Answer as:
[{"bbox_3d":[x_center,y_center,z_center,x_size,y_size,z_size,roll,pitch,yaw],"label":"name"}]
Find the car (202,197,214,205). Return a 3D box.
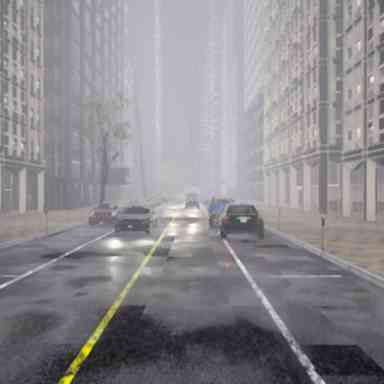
[{"bbox_3d":[2.668,1.501,57.176,1.802,1.307,4.206,0,0,0],"label":"car"}]

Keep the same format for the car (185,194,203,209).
[{"bbox_3d":[0.054,1.438,44.516,2.128,1.511,4.902,0,0,0],"label":"car"}]

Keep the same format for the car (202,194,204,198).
[{"bbox_3d":[2.670,1.483,51.478,2.008,1.369,4.403,0,0,0],"label":"car"}]

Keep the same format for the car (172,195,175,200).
[{"bbox_3d":[-5.721,1.437,79.967,1.802,1.307,4.206,0,0,0],"label":"car"}]

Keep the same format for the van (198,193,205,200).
[{"bbox_3d":[2.656,1.163,91.366,1.690,1.788,3.998,0,0,0],"label":"van"}]

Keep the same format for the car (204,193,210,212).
[{"bbox_3d":[2.675,1.278,34.380,2.192,1.841,5.009,0,0,0],"label":"car"}]

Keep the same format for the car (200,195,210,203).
[{"bbox_3d":[2.664,1.434,68.572,1.887,1.381,4.507,0,0,0],"label":"car"}]

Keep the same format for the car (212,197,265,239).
[{"bbox_3d":[2.384,1.338,17.486,2.097,1.767,4.553,0,0,0],"label":"car"}]

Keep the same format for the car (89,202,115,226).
[{"bbox_3d":[-5.702,1.418,22.983,1.967,1.590,4.097,0,0,0],"label":"car"}]

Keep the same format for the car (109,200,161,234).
[{"bbox_3d":[-3.107,1.460,19.179,1.882,1.535,5.008,0,0,0],"label":"car"}]

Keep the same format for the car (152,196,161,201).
[{"bbox_3d":[-5.709,1.469,45.606,1.752,1.417,4.829,0,0,0],"label":"car"}]

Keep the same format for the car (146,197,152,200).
[{"bbox_3d":[-5.706,1.513,34.380,2.008,1.369,4.403,0,0,0],"label":"car"}]

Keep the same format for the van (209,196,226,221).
[{"bbox_3d":[2.676,1.312,28.681,1.690,1.788,3.998,0,0,0],"label":"van"}]

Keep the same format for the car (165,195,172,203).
[{"bbox_3d":[-5.717,1.454,68.570,1.947,1.339,4.313,0,0,0],"label":"car"}]

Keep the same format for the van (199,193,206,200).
[{"bbox_3d":[2.658,1.180,85.666,1.690,1.788,3.998,0,0,0],"label":"van"}]

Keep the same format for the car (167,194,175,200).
[{"bbox_3d":[-5.725,1.366,91.364,1.887,1.381,4.507,0,0,0],"label":"car"}]

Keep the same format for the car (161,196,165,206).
[{"bbox_3d":[-5.712,1.372,51.477,1.967,1.590,4.097,0,0,0],"label":"car"}]
